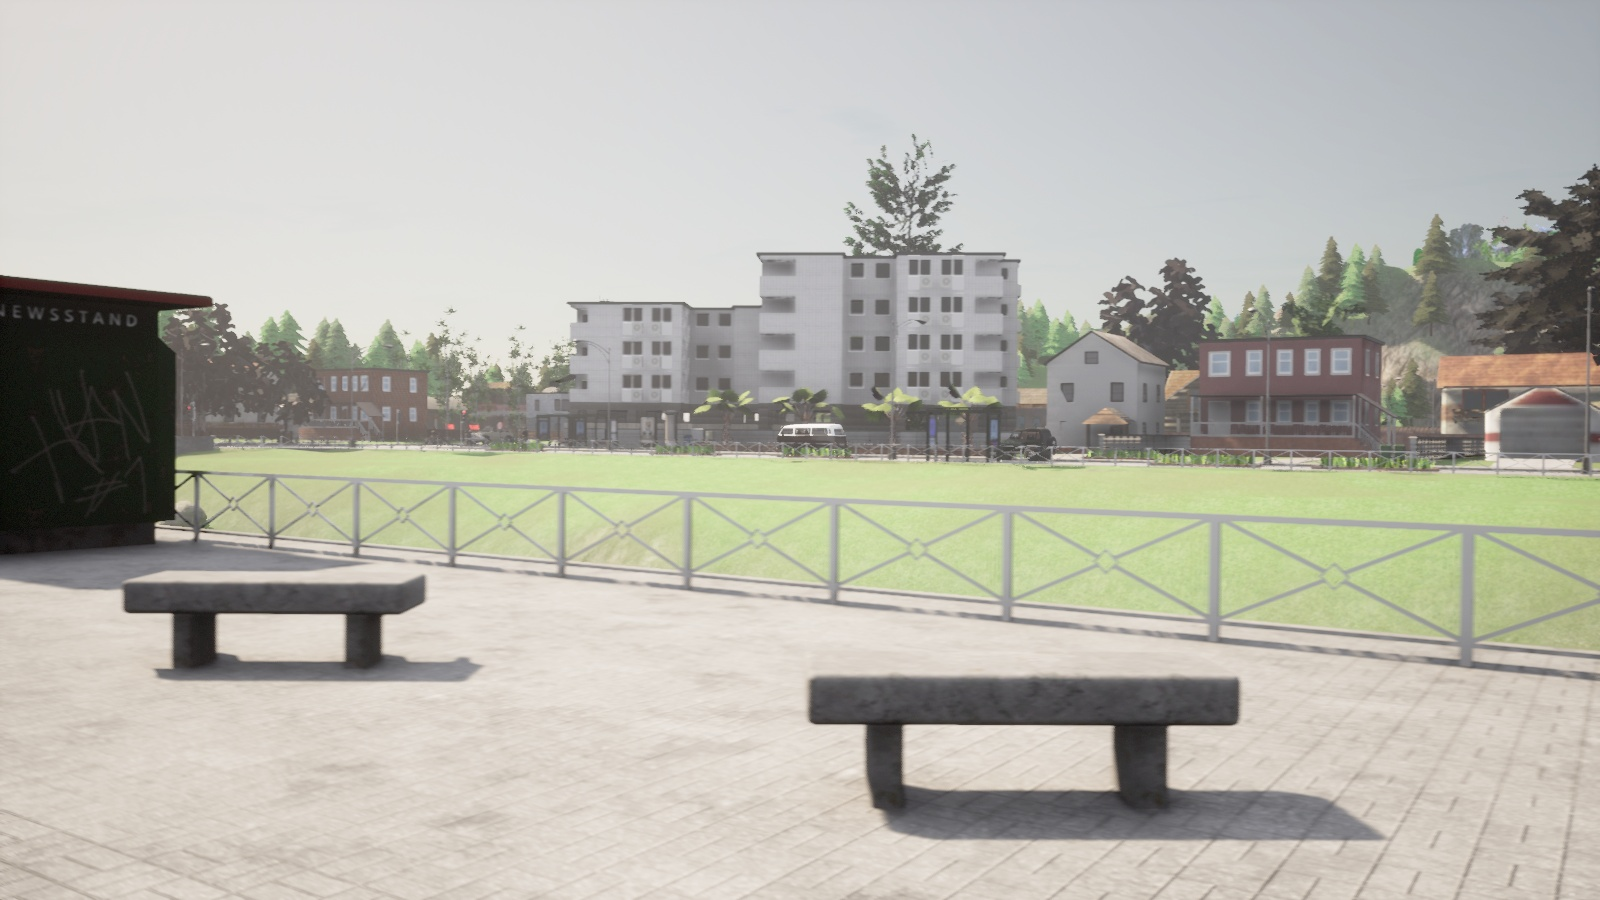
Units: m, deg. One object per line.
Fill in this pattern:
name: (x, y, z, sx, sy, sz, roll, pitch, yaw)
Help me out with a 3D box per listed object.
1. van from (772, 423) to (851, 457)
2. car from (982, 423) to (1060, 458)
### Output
van: (0.696, -0.614, 77.831, 4.480, 2.038, 2.069, 0, 1, 34)
car: (12.328, -0.541, 70.101, 3.866, 1.878, 1.905, 0, 1, 34)
